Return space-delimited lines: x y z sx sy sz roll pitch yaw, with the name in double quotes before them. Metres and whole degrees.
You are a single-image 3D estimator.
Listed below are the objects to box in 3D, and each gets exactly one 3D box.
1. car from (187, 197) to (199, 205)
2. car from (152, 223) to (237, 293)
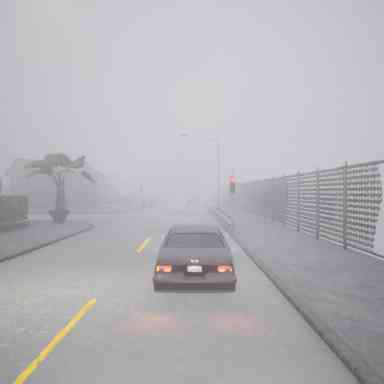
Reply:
"car" 0.159 1.564 58.313 1.994 1.385 4.181 0 0 0
"car" 0.072 1.547 8.994 2.033 1.411 5.357 0 0 1
